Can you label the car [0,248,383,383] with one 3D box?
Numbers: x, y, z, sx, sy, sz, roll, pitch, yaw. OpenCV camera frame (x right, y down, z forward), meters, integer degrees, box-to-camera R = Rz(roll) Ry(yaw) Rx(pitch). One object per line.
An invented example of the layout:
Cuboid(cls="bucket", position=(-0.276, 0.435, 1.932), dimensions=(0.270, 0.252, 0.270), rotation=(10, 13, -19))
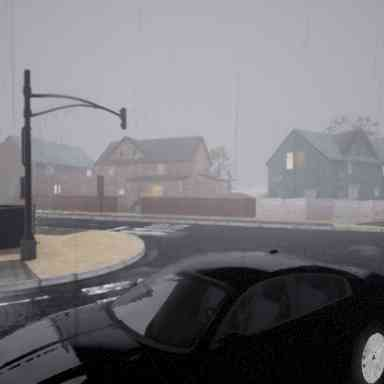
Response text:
Cuboid(cls="car", position=(0.369, 1.490, 3.746), dimensions=(5.008, 1.535, 1.882), rotation=(0, 0, -35))
